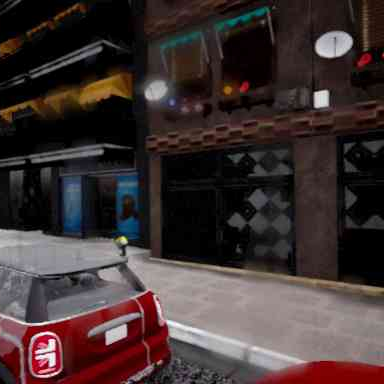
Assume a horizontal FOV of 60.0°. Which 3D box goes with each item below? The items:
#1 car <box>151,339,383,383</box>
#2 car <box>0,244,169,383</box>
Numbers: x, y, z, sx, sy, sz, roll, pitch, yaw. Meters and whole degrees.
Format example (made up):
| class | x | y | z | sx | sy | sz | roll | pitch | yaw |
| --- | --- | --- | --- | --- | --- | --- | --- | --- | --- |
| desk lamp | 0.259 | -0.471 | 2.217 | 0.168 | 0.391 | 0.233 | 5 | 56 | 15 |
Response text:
| class | x | y | z | sx | sy | sz | roll | pitch | yaw |
| --- | --- | --- | --- | --- | --- | --- | --- | --- | --- |
| car | 2.172 | 1.550 | 1.195 | 4.507 | 1.381 | 1.887 | 0 | -1 | 36 |
| car | -2.325 | 1.421 | 4.415 | 4.097 | 1.590 | 1.967 | 0 | -1 | 36 |
